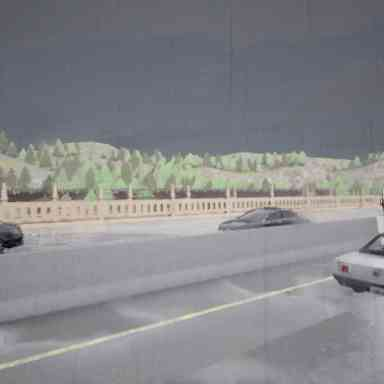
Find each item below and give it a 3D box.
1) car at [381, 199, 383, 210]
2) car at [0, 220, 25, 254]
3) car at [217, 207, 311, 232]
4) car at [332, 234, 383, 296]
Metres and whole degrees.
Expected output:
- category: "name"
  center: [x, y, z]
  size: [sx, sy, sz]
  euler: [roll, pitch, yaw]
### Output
- category: "car"
  center: [24.104, 1.088, 38.310]
  size: [5.566, 2.045, 2.150]
  euler: [0, 0, -35]
- category: "car"
  center: [-8.172, 1.527, 11.061]
  size: [4.674, 1.442, 1.812]
  euler: [0, 0, -35]
- category: "car"
  center: [3.319, 1.465, 14.951]
  size: [4.892, 1.490, 1.837]
  euler: [0, 0, -35]
- category: "car"
  center: [5.304, 1.570, 7.535]
  size: [4.718, 1.301, 1.895]
  euler: [0, 0, -36]
